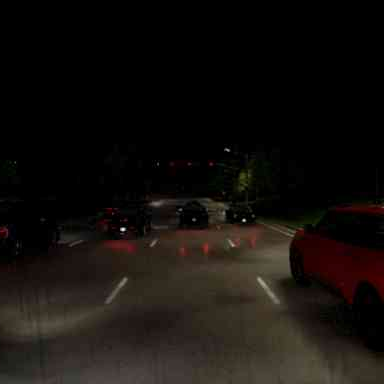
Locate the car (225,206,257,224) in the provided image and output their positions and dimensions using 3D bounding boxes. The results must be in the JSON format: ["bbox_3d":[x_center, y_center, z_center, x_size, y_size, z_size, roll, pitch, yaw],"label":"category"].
[{"bbox_3d":[3.643,1.710,25.425,1.895,1.301,4.718,0,0,0],"label":"car"}]

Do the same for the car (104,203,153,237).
[{"bbox_3d":[-3.370,1.584,18.665,1.837,1.490,4.892,0,0,0],"label":"car"}]

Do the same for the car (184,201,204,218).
[{"bbox_3d":[0.159,1.665,32.671,1.812,1.442,4.674,0,0,0],"label":"car"}]

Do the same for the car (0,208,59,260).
[{"bbox_3d":[-6.879,1.405,12.774,2.097,1.767,4.553,0,0,0],"label":"car"}]

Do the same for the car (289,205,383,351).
[{"bbox_3d":[3.610,1.253,6.367,2.150,2.045,5.566,0,0,0],"label":"car"}]

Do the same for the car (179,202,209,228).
[{"bbox_3d":[0.137,1.576,22.978,1.882,1.535,5.008,0,0,0],"label":"car"}]

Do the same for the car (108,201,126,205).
[{"bbox_3d":[-6.849,1.635,31.107,1.837,1.490,4.892,0,0,0],"label":"car"}]
